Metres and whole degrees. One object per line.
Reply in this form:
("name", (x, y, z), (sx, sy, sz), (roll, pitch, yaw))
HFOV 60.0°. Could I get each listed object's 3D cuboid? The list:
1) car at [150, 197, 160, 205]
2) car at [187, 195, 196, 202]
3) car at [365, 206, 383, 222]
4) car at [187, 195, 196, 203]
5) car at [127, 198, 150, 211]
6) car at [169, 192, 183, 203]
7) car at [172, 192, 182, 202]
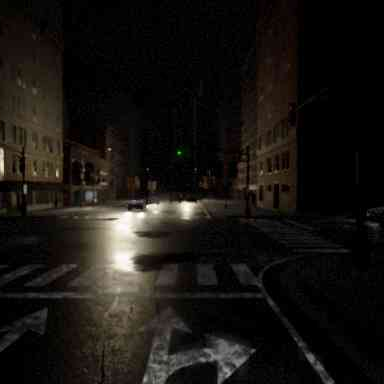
("car", (-6.623, 1.554, 56.537), (1.994, 1.385, 4.181), (0, 0, 0))
("car", (-0.100, 1.423, 76.606), (2.033, 1.411, 5.357), (0, 0, 0))
("car", (15.237, 1.380, 24.399), (4.674, 1.442, 1.812), (0, 1, 0))
("car", (-0.086, 1.494, 66.186), (1.837, 1.490, 4.892), (0, 0, 0))
("car", (-6.641, 1.594, 40.438), (1.895, 1.301, 4.718), (0, 0, 0))
("car", (-3.336, 1.212, 66.211), (2.150, 2.045, 5.566), (0, 0, 0))
("car", (-3.350, 1.108, 76.633), (2.150, 2.045, 5.566), (0, 0, 0))
